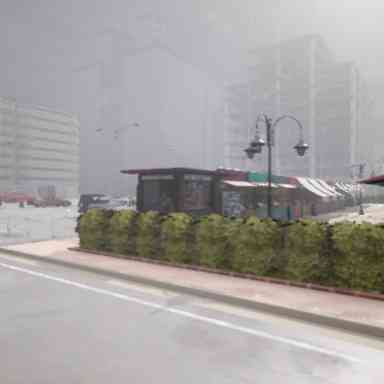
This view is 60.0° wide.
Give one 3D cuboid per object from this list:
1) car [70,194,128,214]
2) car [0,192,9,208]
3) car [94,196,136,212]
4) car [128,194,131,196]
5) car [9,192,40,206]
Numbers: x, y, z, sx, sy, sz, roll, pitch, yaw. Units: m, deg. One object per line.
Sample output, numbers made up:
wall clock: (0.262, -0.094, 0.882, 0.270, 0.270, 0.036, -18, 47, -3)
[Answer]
car: (-7.626, 1.064, 27.510, 1.905, 1.878, 3.866, 0, 0, 34)
car: (-23.916, 0.988, 38.453, 1.905, 1.878, 3.866, 0, 0, 34)
car: (-5.233, 1.315, 25.883, 1.970, 1.475, 3.806, 0, 0, 34)
car: (-11.906, 1.231, 51.422, 1.970, 1.475, 3.806, 0, 0, 34)
car: (-30.587, 0.982, 58.944, 2.150, 2.045, 5.566, 0, 0, 34)
